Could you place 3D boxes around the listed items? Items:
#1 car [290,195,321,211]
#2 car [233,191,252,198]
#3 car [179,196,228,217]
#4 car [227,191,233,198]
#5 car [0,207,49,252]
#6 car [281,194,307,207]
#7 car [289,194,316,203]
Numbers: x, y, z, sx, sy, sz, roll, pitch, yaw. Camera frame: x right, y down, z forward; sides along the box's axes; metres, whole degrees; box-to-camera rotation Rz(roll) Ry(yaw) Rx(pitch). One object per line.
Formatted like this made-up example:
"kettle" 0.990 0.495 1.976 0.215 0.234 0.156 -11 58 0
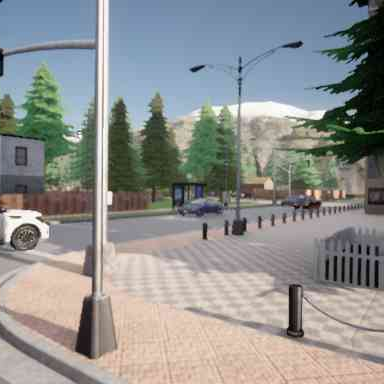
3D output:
"car" 13.369 1.400 38.311 1.895 1.301 4.718 1 1 37
"car" 12.292 0.561 78.356 1.932 1.855 4.605 1 1 36
"car" 0.873 1.259 27.730 1.812 1.442 4.674 1 1 37
"car" 10.025 0.522 79.510 1.905 1.878 3.866 1 1 36
"car" -7.559 1.010 10.627 2.150 2.045 5.566 1 1 37
"car" 13.544 1.096 44.344 2.097 1.767 4.553 1 1 37
"car" 20.560 1.145 62.356 2.128 1.511 4.902 1 1 -22
